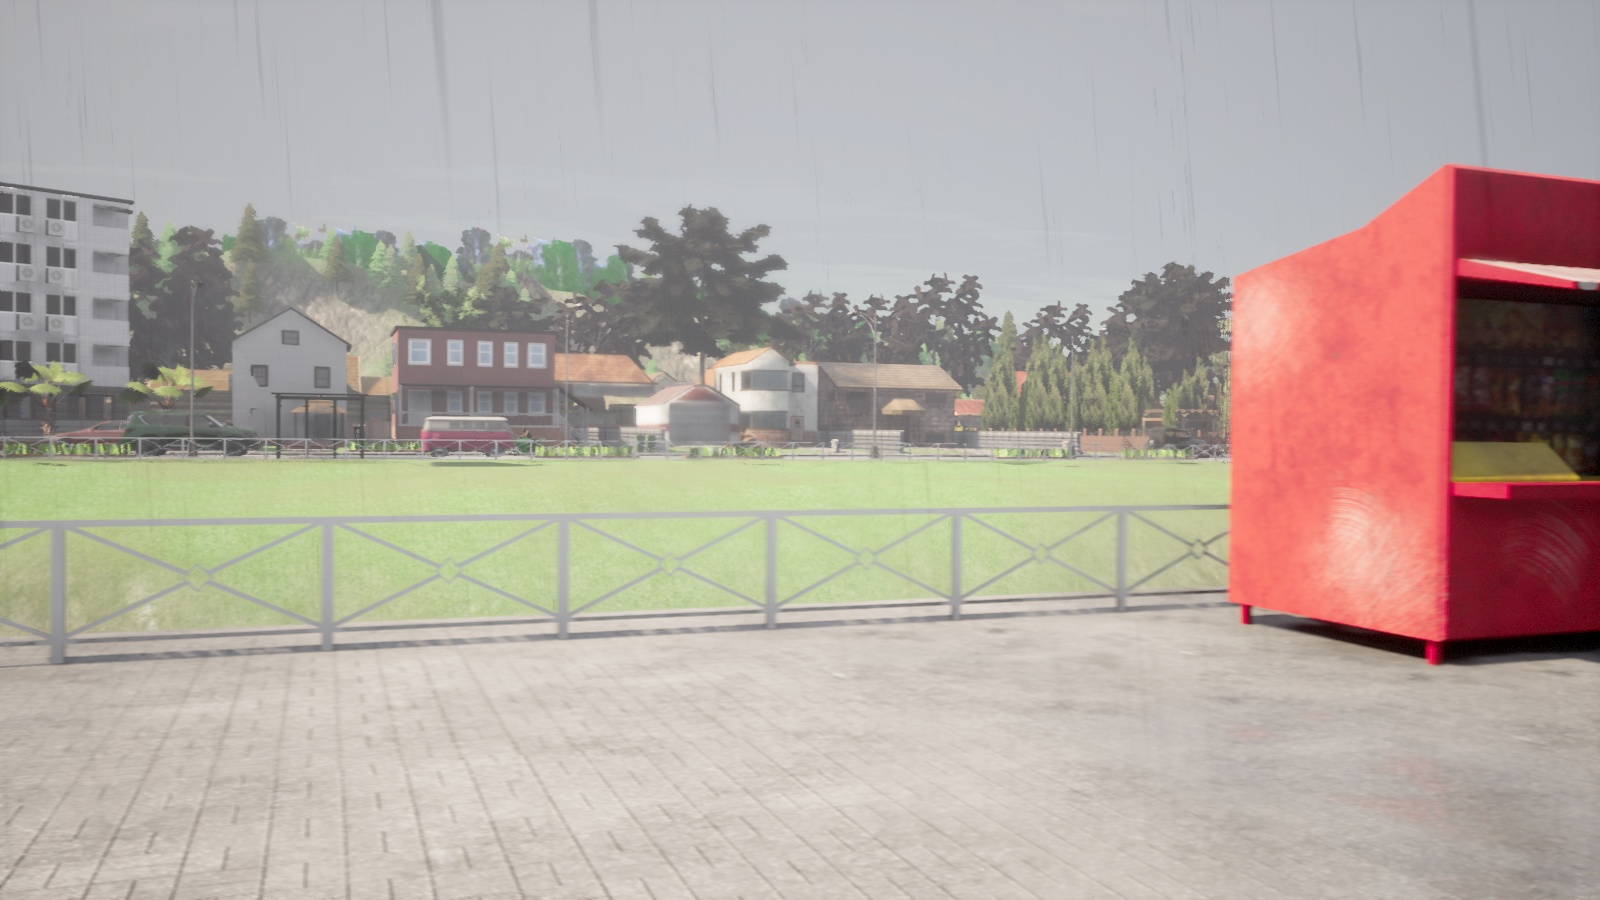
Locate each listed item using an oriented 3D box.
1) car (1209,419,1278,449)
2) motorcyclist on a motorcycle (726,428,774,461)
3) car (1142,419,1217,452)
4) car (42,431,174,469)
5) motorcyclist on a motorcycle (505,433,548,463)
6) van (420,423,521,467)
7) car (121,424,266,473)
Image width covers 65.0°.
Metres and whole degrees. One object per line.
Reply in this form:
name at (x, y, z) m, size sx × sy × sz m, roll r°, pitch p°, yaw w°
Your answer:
car at (28.437, -1.024, 80.557) m, size 3.866 × 1.878 × 1.905 m, roll -1°, pitch 1°, yaw -21°
motorcyclist on a motorcycle at (-2.566, -0.274, 64.517) m, size 2.350 × 1.649 × 0.766 m, roll -1°, pitch 1°, yaw -21°
car at (22.363, -0.852, 73.974) m, size 3.866 × 1.878 × 1.905 m, roll -1°, pitch 1°, yaw -21°
car at (-31.722, -0.020, 57.733) m, size 5.027 × 1.651 × 2.152 m, roll -1°, pitch 1°, yaw -21°
motorcyclist on a motorcycle at (-14.044, -0.117, 64.442) m, size 2.044 × 1.523 × 0.797 m, roll -1°, pitch 1°, yaw -21°
van at (-15.612, -0.250, 59.566) m, size 4.442 × 1.987 × 1.775 m, roll -1°, pitch 1°, yaw -21°
car at (-26.642, -0.096, 55.380) m, size 5.566 × 2.045 × 2.150 m, roll -1°, pitch 1°, yaw -21°
